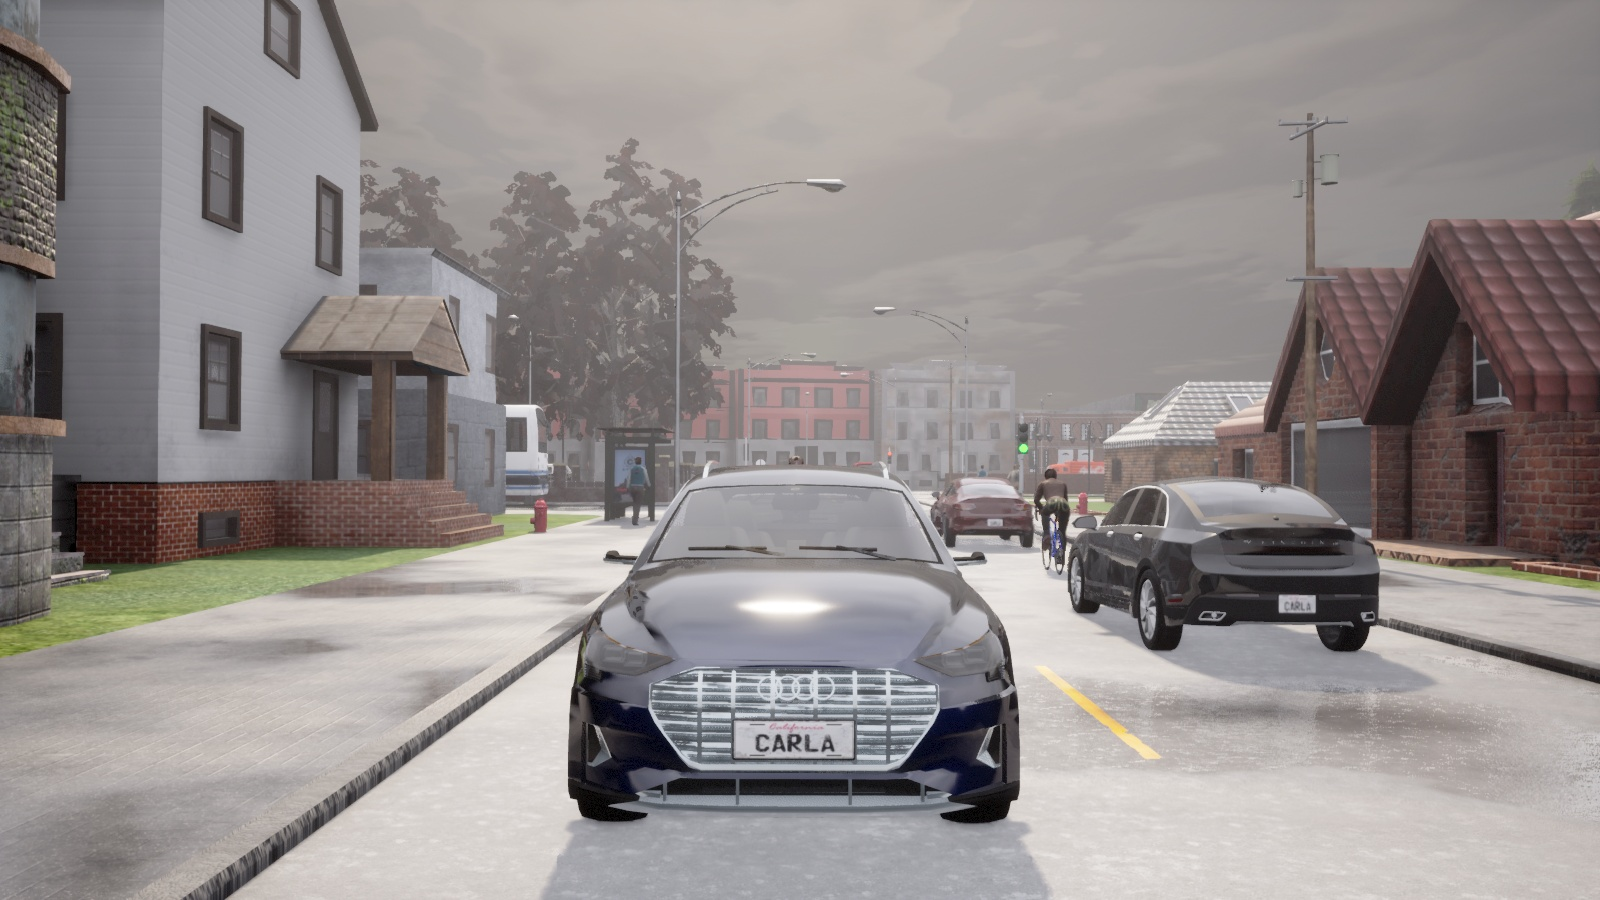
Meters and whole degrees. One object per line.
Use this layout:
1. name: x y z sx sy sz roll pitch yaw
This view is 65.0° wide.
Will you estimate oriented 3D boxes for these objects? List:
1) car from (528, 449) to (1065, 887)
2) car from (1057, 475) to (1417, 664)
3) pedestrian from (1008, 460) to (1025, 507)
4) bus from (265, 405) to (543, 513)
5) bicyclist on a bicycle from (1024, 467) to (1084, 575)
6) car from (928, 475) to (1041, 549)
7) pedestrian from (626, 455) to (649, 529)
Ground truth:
1. car: -0.020 0.865 7.198 2.033 1.649 4.856 0 -1 0
2. car: 3.967 1.010 12.426 1.837 1.490 4.892 0 -1 0
3. pedestrian: 8.504 1.317 49.362 0.540 1.848 0.694 0 -1 -2
4. bus: -16.065 0.369 51.740 10.273 4.253 3.944 0 -1 -4
5. bicyclist on a bicycle: 3.948 1.080 19.584 0.582 1.620 1.656 0 -1 0
6. car: 3.922 1.284 27.428 1.812 1.442 4.674 0 -1 0
7. pedestrian: -4.263 1.094 32.992 0.396 1.930 0.692 0 -1 10
